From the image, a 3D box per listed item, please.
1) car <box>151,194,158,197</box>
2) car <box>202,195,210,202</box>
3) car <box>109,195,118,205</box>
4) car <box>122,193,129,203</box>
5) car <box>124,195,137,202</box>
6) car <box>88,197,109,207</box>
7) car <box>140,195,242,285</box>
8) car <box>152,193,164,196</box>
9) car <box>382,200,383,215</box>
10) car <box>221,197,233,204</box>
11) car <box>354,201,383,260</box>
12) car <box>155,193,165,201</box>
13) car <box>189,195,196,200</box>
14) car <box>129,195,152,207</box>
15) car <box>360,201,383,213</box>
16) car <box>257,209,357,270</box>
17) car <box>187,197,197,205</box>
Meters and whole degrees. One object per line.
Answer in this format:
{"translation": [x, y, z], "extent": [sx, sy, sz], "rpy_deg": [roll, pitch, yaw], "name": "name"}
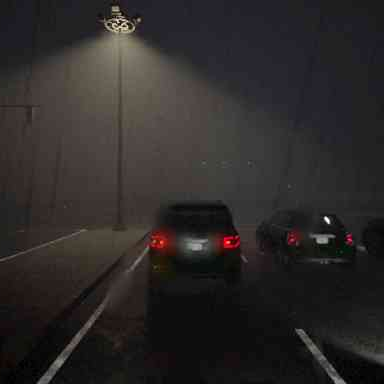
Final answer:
{"translation": [-8.149, 1.580, 62.921], "extent": [2.033, 1.411, 5.357], "rpy_deg": [0, 0, 1], "name": "car"}
{"translation": [3.382, 1.520, 81.320], "extent": [1.882, 1.535, 5.008], "rpy_deg": [0, 0, 0], "name": "car"}
{"translation": [-15.148, 1.633, 61.979], "extent": [1.895, 1.301, 4.718], "rpy_deg": [0, 0, 0], "name": "car"}
{"translation": [-15.108, 1.263, 71.875], "extent": [2.150, 2.045, 5.566], "rpy_deg": [0, 0, 0], "name": "car"}
{"translation": [-15.114, 1.568, 81.975], "extent": [2.128, 1.511, 4.902], "rpy_deg": [0, 0, 0], "name": "car"}
{"translation": [-15.169, 1.592, 53.226], "extent": [1.994, 1.385, 4.181], "rpy_deg": [0, 0, 0], "name": "car"}
{"translation": [0.066, 1.229, 9.636], "extent": [2.150, 2.045, 5.566], "rpy_deg": [0, 0, 0], "name": "car"}
{"translation": [-8.111, 1.263, 73.442], "extent": [2.150, 2.045, 5.566], "rpy_deg": [0, 0, 0], "name": "car"}
{"translation": [21.427, 1.542, 32.543], "extent": [4.674, 1.442, 1.812], "rpy_deg": [0, 0, 1], "name": "car"}
{"translation": [7.000, 1.635, 66.128], "extent": [1.895, 1.301, 4.718], "rpy_deg": [0, 0, 0], "name": "car"}
{"translation": [7.066, 1.228, 9.332], "extent": [2.150, 2.045, 5.566], "rpy_deg": [0, 0, 0], "name": "car"}
{"translation": [-8.096, 1.254, 84.214], "extent": [2.150, 2.045, 5.566], "rpy_deg": [0, 0, 0], "name": "car"}
{"translation": [0.108, 1.645, 95.380], "extent": [1.895, 1.301, 4.718], "rpy_deg": [0, 0, 1], "name": "car"}
{"translation": [-8.172, 1.519, 53.173], "extent": [2.128, 1.511, 4.902], "rpy_deg": [0, 0, 0], "name": "car"}
{"translation": [21.089, 1.619, 36.047], "extent": [4.718, 1.301, 1.895], "rpy_deg": [0, 0, 1], "name": "car"}
{"translation": [3.566, 1.357, 11.218], "extent": [2.097, 1.767, 4.553], "rpy_deg": [0, 0, 0], "name": "car"}
{"translation": [0.006, 1.633, 61.314], "extent": [1.895, 1.301, 4.718], "rpy_deg": [0, 0, 0], "name": "car"}
